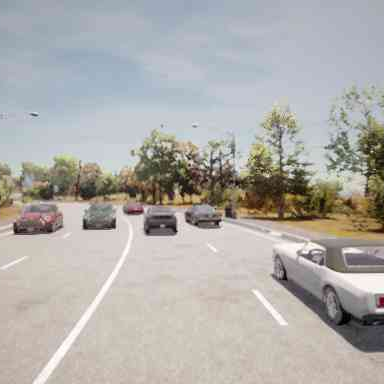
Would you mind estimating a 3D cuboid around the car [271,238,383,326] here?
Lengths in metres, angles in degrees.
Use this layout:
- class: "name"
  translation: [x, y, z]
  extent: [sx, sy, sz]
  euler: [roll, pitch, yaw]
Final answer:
- class: "car"
  translation: [3.231, 1.634, 7.136]
  extent: [1.895, 1.301, 4.718]
  euler: [0, 0, -4]

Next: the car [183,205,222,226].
- class: "car"
  translation: [0.709, 1.705, 25.001]
  extent: [2.033, 1.411, 5.357]
  euler: [0, 0, -13]

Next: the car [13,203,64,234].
- class: "car"
  translation: [-9.326, 1.509, 20.515]
  extent: [2.097, 1.767, 4.553]
  euler: [0, 0, -11]

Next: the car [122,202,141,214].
- class: "car"
  translation: [-6.863, 1.828, 38.556]
  extent: [1.994, 1.385, 4.181]
  euler: [0, 0, -19]

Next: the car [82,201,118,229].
- class: "car"
  translation: [-6.218, 1.514, 22.813]
  extent: [2.097, 1.767, 4.553]
  euler: [0, 0, -12]

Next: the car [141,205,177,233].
- class: "car"
  translation: [-2.042, 1.642, 20.759]
  extent: [1.837, 1.490, 4.892]
  euler: [0, 0, -10]
